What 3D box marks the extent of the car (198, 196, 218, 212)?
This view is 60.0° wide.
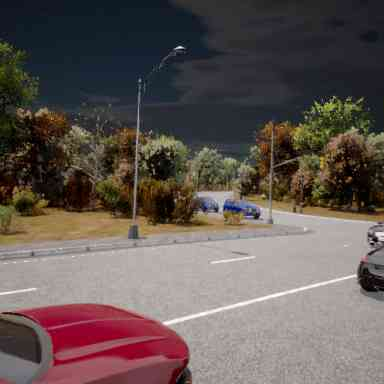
[{"bbox_3d":[1.942,1.696,46.767,2.150,2.045,5.566,3,1,-18],"label":"car"}]

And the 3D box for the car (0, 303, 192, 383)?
[{"bbox_3d":[-2.275,1.478,2.121,5.008,1.535,1.882,0,0,-36],"label":"car"}]

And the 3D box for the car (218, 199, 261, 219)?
[{"bbox_3d":[5.447,1.849,37.170,2.150,2.045,5.566,3,-1,-22],"label":"car"}]

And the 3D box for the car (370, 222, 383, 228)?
[{"bbox_3d":[10.092,1.819,15.543,4.902,1.511,2.128,3,-2,-36],"label":"car"}]

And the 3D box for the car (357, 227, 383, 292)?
[{"bbox_3d":[5.815,1.666,7.949,4.181,1.385,1.994,1,-1,-35],"label":"car"}]
